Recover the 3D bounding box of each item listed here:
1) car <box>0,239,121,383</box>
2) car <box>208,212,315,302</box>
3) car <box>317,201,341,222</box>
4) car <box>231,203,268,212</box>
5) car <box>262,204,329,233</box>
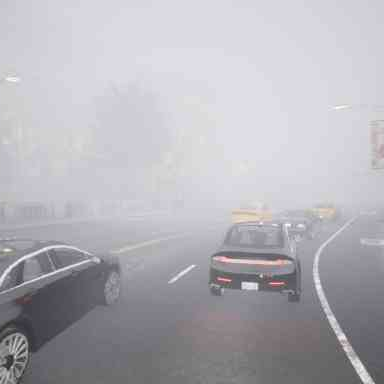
[{"bbox_3d":[-2.679,1.492,5.216,2.128,1.511,4.902,0,0,9],"label":"car"},{"bbox_3d":[1.695,1.492,8.368,2.128,1.511,4.902,0,0,15],"label":"car"},{"bbox_3d":[10.584,1.456,26.274,1.801,1.575,5.366,0,0,30],"label":"car"},{"bbox_3d":[4.174,1.477,21.865,1.882,1.535,5.008,0,0,29],"label":"car"},{"bbox_3d":[5.559,1.547,17.320,2.033,1.411,5.357,0,0,29],"label":"car"}]
